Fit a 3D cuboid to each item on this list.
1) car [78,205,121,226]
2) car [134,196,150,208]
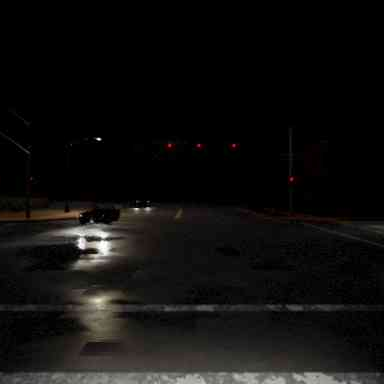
[{"bbox_3d":[-6.557,1.622,24.003,1.895,1.301,4.718,0,0,0],"label":"car"},{"bbox_3d":[-7.354,1.386,48.910,2.097,1.767,4.553,0,0,-10],"label":"car"}]
